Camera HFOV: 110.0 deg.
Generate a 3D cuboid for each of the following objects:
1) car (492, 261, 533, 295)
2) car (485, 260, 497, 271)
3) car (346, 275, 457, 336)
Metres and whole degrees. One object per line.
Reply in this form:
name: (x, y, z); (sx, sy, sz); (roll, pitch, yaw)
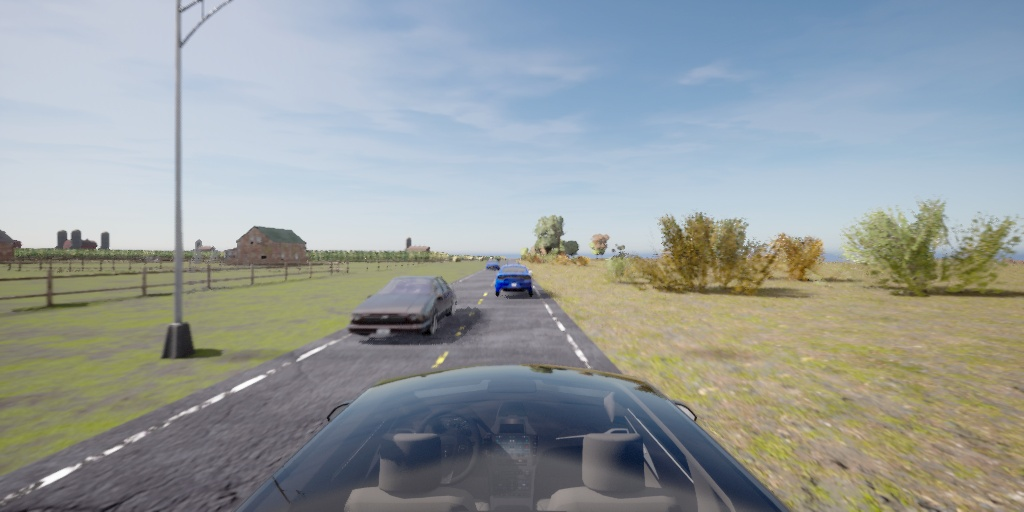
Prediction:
car: (0.100, 1.219, 19.544); (1.882, 1.535, 5.008); (0, 0, 0)
car: (-2.808, 1.298, 52.345); (1.882, 1.535, 5.008); (0, 0, 0)
car: (-2.850, 1.289, 10.611); (2.033, 1.411, 5.357); (0, 0, 0)
